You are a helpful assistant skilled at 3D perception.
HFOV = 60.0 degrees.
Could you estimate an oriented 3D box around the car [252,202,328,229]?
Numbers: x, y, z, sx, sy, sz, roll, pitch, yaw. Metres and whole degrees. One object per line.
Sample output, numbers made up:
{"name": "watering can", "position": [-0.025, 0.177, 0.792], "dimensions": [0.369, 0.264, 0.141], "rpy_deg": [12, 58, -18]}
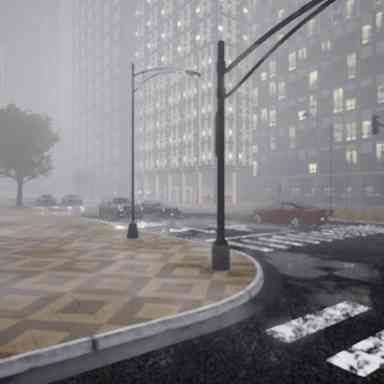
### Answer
{"name": "car", "position": [5.877, 1.334, 20.516], "dimensions": [1.882, 1.535, 5.008], "rpy_deg": [0, 0, -33]}

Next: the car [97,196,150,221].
{"name": "car", "position": [-5.413, 1.121, 24.917], "dimensions": [2.097, 1.767, 4.553], "rpy_deg": [0, 0, -37]}

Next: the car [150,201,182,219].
{"name": "car", "position": [-2.794, 1.374, 26.837], "dimensions": [1.895, 1.301, 4.718], "rpy_deg": [0, 0, -37]}

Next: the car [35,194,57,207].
{"name": "car", "position": [-19.026, 1.083, 43.311], "dimensions": [1.837, 1.490, 4.892], "rpy_deg": [0, 0, -36]}

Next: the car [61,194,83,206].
{"name": "car", "position": [-16.342, 1.058, 45.145], "dimensions": [1.882, 1.535, 5.008], "rpy_deg": [0, 0, -36]}
